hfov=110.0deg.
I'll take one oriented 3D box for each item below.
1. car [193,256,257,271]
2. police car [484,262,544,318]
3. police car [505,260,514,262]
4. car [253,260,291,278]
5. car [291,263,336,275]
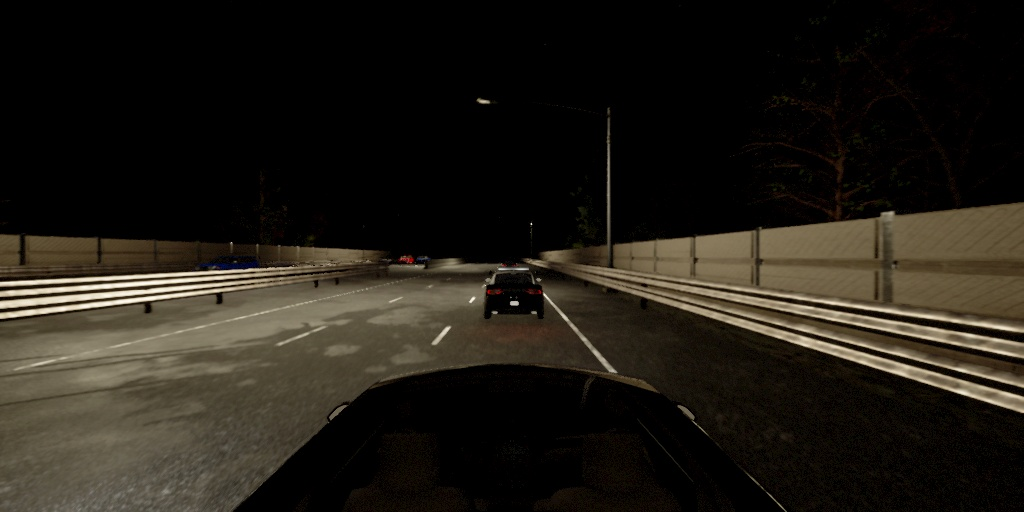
[{"bbox_3d":[-24.848,0.983,31.519,2.150,2.045,5.566,0,0,0],"label":"car"},{"bbox_3d":[0.058,1.178,13.069,1.930,1.638,5.238,0,0,0],"label":"police car"},{"bbox_3d":[-0.315,1.270,43.960,2.038,1.542,4.974,0,0,-1],"label":"police car"},{"bbox_3d":[-21.355,1.326,33.308,1.994,1.385,4.181,0,0,0],"label":"car"},{"bbox_3d":[-17.849,1.362,33.168,1.895,1.301,4.718,0,0,0],"label":"car"}]
